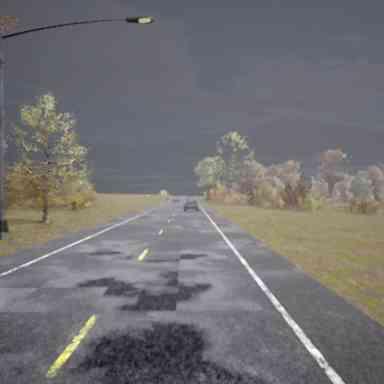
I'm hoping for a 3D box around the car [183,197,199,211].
[{"bbox_3d":[-0.109,1.717,43.826,2.128,1.511,4.902,0,0,0],"label":"car"}]

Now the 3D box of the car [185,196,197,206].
[{"bbox_3d":[-0.215,1.679,63.259,2.097,1.767,4.553,0,0,0],"label":"car"}]

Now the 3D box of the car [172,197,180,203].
[{"bbox_3d":[-3.895,1.973,81.395,2.033,1.411,5.357,0,0,0],"label":"car"}]
